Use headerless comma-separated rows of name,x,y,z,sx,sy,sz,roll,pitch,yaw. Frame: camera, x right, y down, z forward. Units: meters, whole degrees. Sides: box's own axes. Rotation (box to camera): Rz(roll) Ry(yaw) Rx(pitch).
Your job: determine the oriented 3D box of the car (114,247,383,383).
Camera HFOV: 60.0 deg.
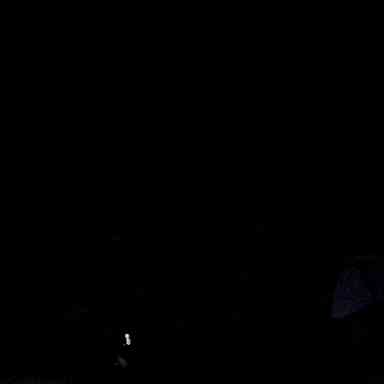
car,1.720,1.569,4.717,5.357,1.411,2.033,0,0,-37
